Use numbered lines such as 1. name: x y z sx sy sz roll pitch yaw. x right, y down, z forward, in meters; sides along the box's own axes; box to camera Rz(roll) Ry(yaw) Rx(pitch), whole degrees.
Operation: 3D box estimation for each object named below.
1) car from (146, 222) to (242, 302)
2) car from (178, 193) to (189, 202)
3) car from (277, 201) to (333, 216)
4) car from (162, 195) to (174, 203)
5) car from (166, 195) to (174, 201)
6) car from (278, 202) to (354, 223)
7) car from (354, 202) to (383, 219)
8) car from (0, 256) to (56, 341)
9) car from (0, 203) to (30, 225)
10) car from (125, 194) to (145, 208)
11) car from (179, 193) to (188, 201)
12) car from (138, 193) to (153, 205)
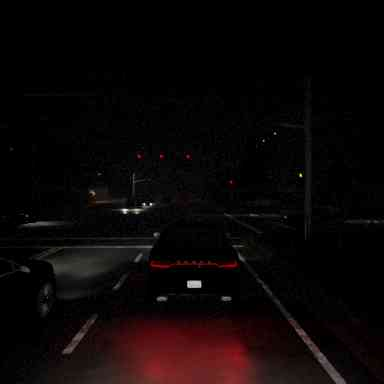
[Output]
1. car: 0.009 1.478 8.344 1.882 1.535 5.008 0 0 -1
2. car: -1.832 1.225 74.210 2.150 2.045 5.566 0 0 -1
3. car: 10.895 1.601 32.304 4.718 1.301 1.895 0 0 -2
4. car: -5.047 1.491 66.464 2.128 1.511 4.902 0 0 -1
5. car: -5.611 1.540 85.147 2.033 1.411 5.357 0 0 -1
6. car: 9.227 1.601 25.041 4.718 1.301 1.895 0 0 -2
7. car: 14.788 1.564 28.911 4.181 1.385 1.994 0 0 -2
8. car: -3.464 1.492 4.356 2.128 1.511 4.902 0 0 0
9. car: -14.242 1.506 23.753 4.892 1.490 1.837 -1 0 -2
10. car: -8.263 1.478 47.089 1.882 1.535 5.008 0 0 -1
11. car: -2.104 1.225 84.943 2.150 2.045 5.566 0 0 -1
12. car: -8.492 1.221 57.073 2.150 2.045 5.566 0 0 -1
